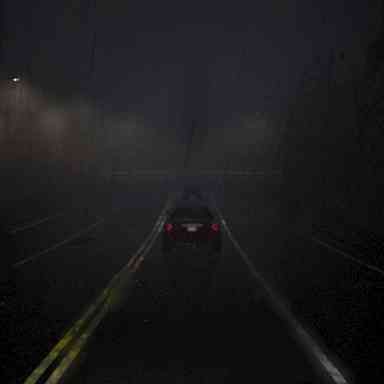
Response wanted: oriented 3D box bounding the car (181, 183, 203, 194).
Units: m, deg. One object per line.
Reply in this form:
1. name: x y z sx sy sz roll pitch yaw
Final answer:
1. car: 0.004 -0.050 28.613 1.812 1.442 4.674 0 6 0

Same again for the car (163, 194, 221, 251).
1. car: 0.001 1.198 13.626 2.097 1.767 4.553 0 3 0
